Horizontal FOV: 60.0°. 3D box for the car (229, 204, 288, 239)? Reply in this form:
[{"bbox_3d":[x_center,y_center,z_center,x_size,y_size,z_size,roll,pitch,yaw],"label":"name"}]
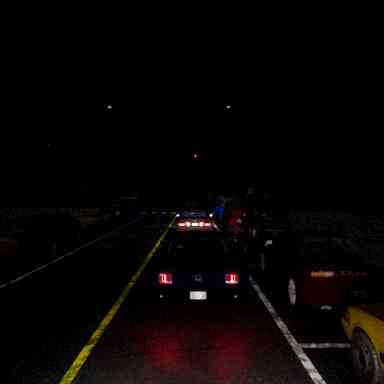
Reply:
[{"bbox_3d":[2.786,1.441,13.141,1.967,1.590,4.097,0,0,0],"label":"car"}]

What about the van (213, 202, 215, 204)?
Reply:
[{"bbox_3d":[2.820,1.346,29.454,1.690,1.788,3.998,0,0,0],"label":"van"}]

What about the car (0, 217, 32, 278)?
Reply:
[{"bbox_3d":[-5.750,1.525,7.552,1.752,1.417,4.829,0,0,0],"label":"car"}]

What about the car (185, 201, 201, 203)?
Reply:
[{"bbox_3d":[0.053,1.482,27.712,1.882,1.535,5.008,0,0,0],"label":"car"}]

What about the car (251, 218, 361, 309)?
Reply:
[{"bbox_3d":[2.775,1.545,7.704,1.887,1.381,4.507,0,0,0],"label":"car"}]

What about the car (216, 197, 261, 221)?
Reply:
[{"bbox_3d":[2.797,1.317,18.579,2.192,1.841,5.009,0,0,0],"label":"car"}]

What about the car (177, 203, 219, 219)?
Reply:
[{"bbox_3d":[0.133,1.549,17.885,2.033,1.411,5.357,0,0,0],"label":"car"}]

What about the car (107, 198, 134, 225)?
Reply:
[{"bbox_3d":[-5.717,1.443,24.034,1.967,1.590,4.097,0,0,0],"label":"car"}]

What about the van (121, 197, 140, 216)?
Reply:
[{"bbox_3d":[-5.706,1.346,29.472,1.690,1.788,3.998,0,0,0],"label":"van"}]

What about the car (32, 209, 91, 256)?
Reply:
[{"bbox_3d":[-5.739,1.567,13.159,1.947,1.339,4.313,0,0,0],"label":"car"}]

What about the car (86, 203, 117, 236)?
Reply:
[{"bbox_3d":[-5.728,1.527,18.427,1.752,1.417,4.829,0,0,0],"label":"car"}]

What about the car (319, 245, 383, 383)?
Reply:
[{"bbox_3d":[2.765,1.525,2.436,1.752,1.417,4.829,0,0,0],"label":"car"}]

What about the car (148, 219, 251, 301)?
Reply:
[{"bbox_3d":[0.117,1.601,8.294,1.895,1.301,4.718,0,0,0],"label":"car"}]
